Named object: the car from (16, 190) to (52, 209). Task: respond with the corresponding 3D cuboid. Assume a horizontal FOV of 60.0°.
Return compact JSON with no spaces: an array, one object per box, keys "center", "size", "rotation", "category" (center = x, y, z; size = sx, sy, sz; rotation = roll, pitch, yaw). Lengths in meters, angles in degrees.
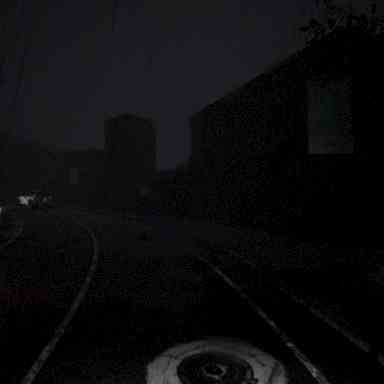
[{"center":[-18.345,0.840,38.717],"size":[5.566,2.045,2.150],"rotation":[2,-2,41],"category":"car"}]
